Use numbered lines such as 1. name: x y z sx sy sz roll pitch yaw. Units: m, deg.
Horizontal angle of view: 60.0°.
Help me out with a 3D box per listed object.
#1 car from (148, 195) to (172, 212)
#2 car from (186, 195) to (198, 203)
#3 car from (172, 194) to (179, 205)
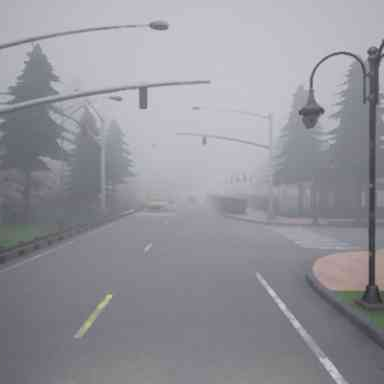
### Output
1. car: -3.586 1.292 35.796 1.882 1.535 5.008 0 0 0
2. car: 0.006 1.175 58.468 1.882 1.535 5.008 0 0 0
3. car: -3.562 1.277 52.167 2.033 1.411 5.357 0 0 0
